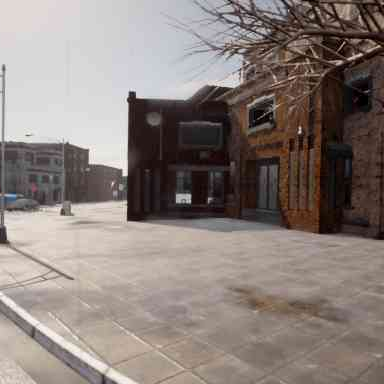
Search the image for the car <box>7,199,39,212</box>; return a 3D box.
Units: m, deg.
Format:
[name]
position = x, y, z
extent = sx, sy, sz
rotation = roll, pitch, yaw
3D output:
[car]
position = -20.105, 1.594, 39.786
extent = 1.837, 1.490, 4.892
rotation = 1, 0, 1
